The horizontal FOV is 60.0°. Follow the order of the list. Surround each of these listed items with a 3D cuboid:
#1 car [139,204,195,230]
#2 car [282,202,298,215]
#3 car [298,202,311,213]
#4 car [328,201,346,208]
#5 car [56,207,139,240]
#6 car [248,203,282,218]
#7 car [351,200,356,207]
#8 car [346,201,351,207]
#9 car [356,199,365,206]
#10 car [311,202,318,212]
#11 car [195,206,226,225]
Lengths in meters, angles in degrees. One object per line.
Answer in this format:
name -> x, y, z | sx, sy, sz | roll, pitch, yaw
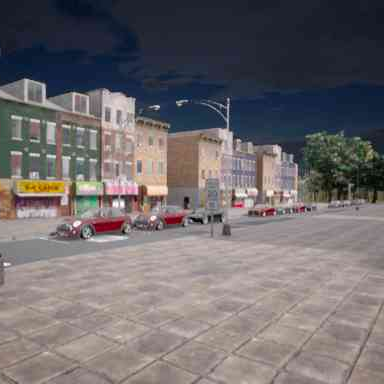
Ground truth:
car -> -1.999, 1.625, 22.304 | 1.967, 1.590, 4.097 | 0, 0, 36
car -> 10.721, 1.990, 39.930 | 2.008, 1.369, 4.403 | 0, -1, 36
car -> 13.902, 2.049, 44.336 | 1.887, 1.381, 4.507 | 0, -1, 36
car -> 26.624, 2.320, 61.962 | 2.008, 1.369, 4.403 | 0, -1, 36
car -> -5.180, 1.563, 17.898 | 1.967, 1.590, 4.097 | 0, 0, 36
car -> 7.541, 1.919, 35.523 | 1.887, 1.381, 4.507 | 0, -1, 36
car -> 32.985, 2.487, 70.775 | 1.802, 1.307, 4.206 | 0, -1, 36
car -> 29.804, 2.402, 66.368 | 1.947, 1.339, 4.313 | 0, -1, 36
car -> 39.346, 2.607, 79.588 | 1.947, 1.339, 4.313 | 0, -1, 36
car -> 17.083, 2.135, 48.743 | 1.947, 1.339, 4.313 | 0, -1, 36
car -> 1.180, 1.812, 26.710 | 1.947, 1.339, 4.313 | 0, -1, 36
